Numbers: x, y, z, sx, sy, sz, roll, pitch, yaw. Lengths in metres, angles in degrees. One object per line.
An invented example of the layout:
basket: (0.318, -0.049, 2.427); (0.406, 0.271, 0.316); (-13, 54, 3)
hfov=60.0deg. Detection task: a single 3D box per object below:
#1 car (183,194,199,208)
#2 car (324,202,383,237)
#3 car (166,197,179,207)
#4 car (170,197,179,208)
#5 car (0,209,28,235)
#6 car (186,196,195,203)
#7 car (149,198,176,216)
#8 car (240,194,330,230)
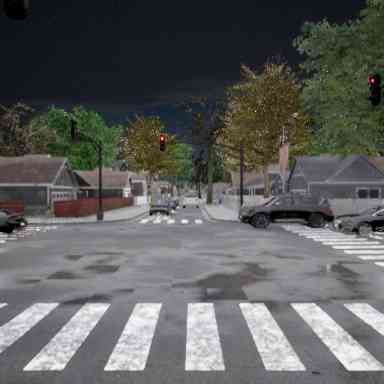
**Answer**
car: (-0.164, 1.253, 48.772); (2.150, 2.045, 5.566); (0, 0, 0)
car: (9.807, 1.422, 17.092); (4.902, 1.511, 2.128); (0, 0, -3)
car: (-3.024, 1.562, 52.977); (1.812, 1.442, 4.674); (0, 0, 0)
car: (-3.006, 1.589, 42.726); (1.994, 1.385, 4.181); (0, 0, 0)
car: (-11.231, 1.533, 17.238); (5.008, 1.535, 1.882); (0, 0, 0)
car: (-0.302, 1.619, 73.507); (1.994, 1.385, 4.181); (0, 0, 0)
car: (-3.027, 1.563, 32.838); (2.033, 1.411, 5.357); (0, 0, 0)
car: (5.799, 1.177, 20.468); (5.566, 2.045, 2.150); (0, 0, 0)
